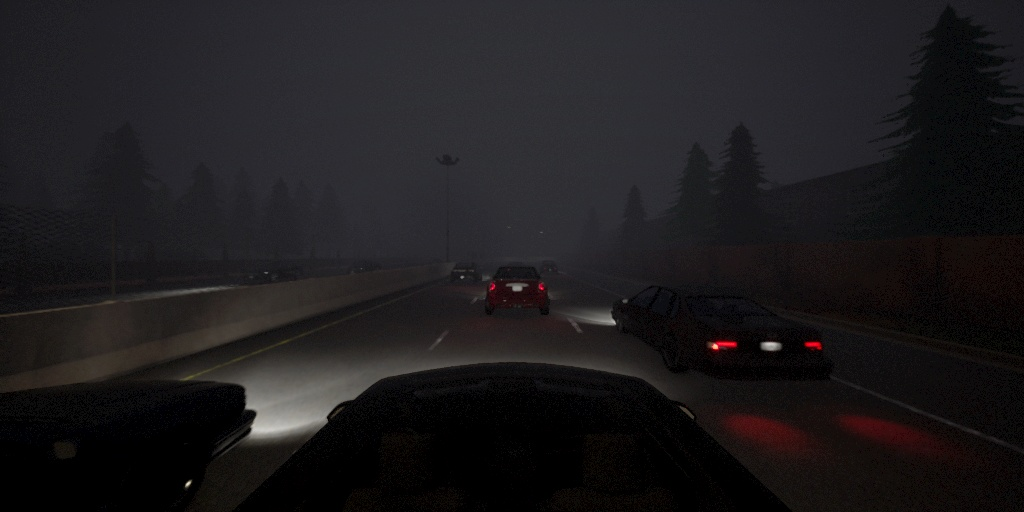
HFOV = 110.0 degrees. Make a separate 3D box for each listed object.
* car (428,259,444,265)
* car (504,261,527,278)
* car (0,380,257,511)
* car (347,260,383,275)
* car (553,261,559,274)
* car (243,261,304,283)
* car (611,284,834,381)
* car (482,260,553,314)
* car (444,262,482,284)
[{"bbox_3d":[-10.140,1.138,48.581,1.812,1.442,4.674,0,0,1],"label":"car"},{"bbox_3d":[0.337,1.219,33.657,2.033,1.411,5.357,0,0,0],"label":"car"},{"bbox_3d":[-3.413,1.292,0.989,2.033,1.411,5.357,0,0,0],"label":"car"},{"bbox_3d":[-13.846,1.132,33.926,2.128,1.511,4.902,0,0,1],"label":"car"},{"bbox_3d":[3.880,1.192,38.532,1.812,1.442,4.674,0,0,0],"label":"car"},{"bbox_3d":[-17.415,1.143,26.427,2.128,1.511,4.902,0,0,1],"label":"car"},{"bbox_3d":[3.613,1.291,7.472,2.033,1.411,5.357,0,0,1],"label":"car"},{"bbox_3d":[0.181,1.072,13.692,2.097,1.767,4.553,0,0,0],"label":"car"},{"bbox_3d":[-3.224,1.175,25.917,2.128,1.511,4.902,0,0,0],"label":"car"}]
